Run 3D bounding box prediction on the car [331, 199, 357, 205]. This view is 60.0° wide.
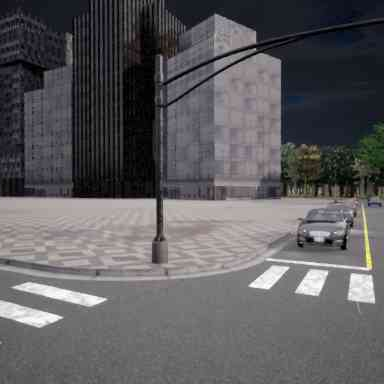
[{"bbox_3d":[9.996,1.480,22.631,1.837,1.490,4.892,0,0,27],"label":"car"}]

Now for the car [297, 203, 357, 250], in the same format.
[{"bbox_3d":[5.799,1.475,14.427,2.128,1.511,4.902,0,0,27],"label":"car"}]

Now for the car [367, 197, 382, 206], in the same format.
[{"bbox_3d":[28.510,1.474,52.058,2.033,1.411,5.357,0,0,25],"label":"car"}]

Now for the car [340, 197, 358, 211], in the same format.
[{"bbox_3d":[19.019,1.454,40.198,1.837,1.490,4.892,0,0,27],"label":"car"}]

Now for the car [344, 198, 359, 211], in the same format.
[{"bbox_3d":[14.324,1.442,31.033,1.882,1.535,5.008,0,0,27],"label":"car"}]
